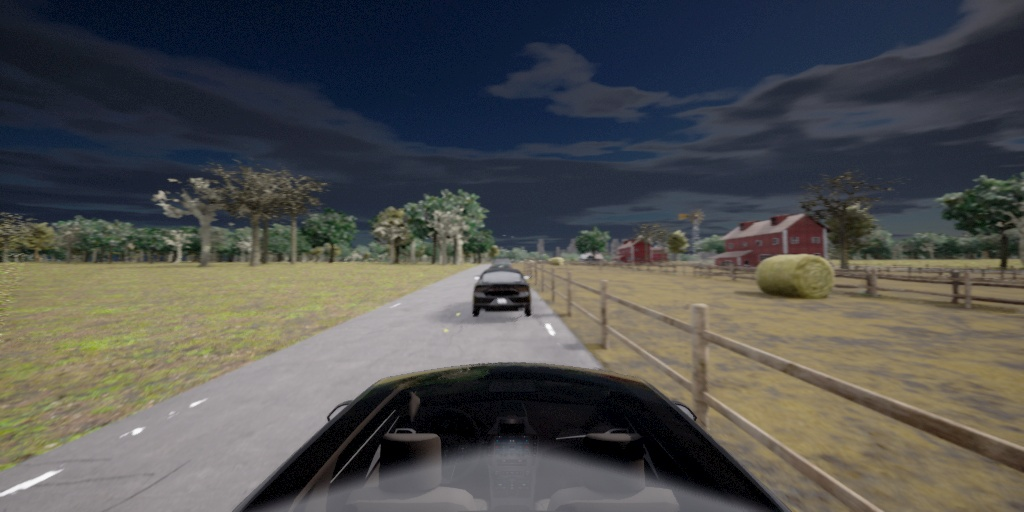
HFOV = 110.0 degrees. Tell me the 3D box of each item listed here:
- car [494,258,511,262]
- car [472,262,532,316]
[{"bbox_3d":[-0.907,0.922,33.271,2.097,1.767,4.553,-1,0,-2],"label":"car"},{"bbox_3d":[-0.364,1.167,13.086,1.882,1.535,5.008,-1,0,-2],"label":"car"}]
